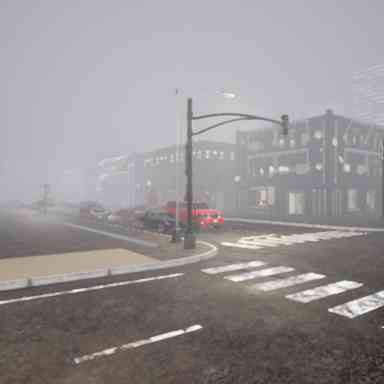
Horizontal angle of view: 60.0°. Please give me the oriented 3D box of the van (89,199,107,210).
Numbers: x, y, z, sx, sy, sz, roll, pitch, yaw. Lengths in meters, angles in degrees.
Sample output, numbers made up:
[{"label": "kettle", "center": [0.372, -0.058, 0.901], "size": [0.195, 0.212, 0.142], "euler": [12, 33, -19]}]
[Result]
[{"label": "van", "center": [-16.069, 2.150, 56.867], "size": [1.690, 1.788, 3.998], "euler": [-1, 0, -35]}]

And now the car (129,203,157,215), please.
[{"label": "car", "center": [-6.430, 2.209, 43.341], "size": [1.802, 1.307, 4.206], "euler": [-1, 0, -35]}]

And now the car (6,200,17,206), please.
[{"label": "car", "center": [-45.373, 2.739, 83.558], "size": [1.887, 1.381, 4.507], "euler": [-1, 0, -35]}]

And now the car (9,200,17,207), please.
[{"label": "car", "center": [-38.951, 2.521, 74.542], "size": [1.967, 1.590, 4.097], "euler": [-1, 0, -35]}]

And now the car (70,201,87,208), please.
[{"label": "car", "center": [-22.489, 2.471, 65.881], "size": [1.887, 1.381, 4.507], "euler": [-1, 0, -35]}]

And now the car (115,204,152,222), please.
[{"label": "car", "center": [-5.702, 2.109, 32.356], "size": [1.895, 1.301, 4.718], "euler": [0, -1, -36]}]

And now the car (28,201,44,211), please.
[{"label": "car", "center": [-26.004, 2.373, 56.372], "size": [1.752, 1.417, 4.829], "euler": [-1, 0, -35]}]

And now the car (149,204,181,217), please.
[{"label": "car", "center": [-3.219, 2.147, 38.834], "size": [1.802, 1.307, 4.206], "euler": [-1, 0, -35]}]

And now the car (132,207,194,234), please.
[{"label": "car", "center": [-2.091, 1.953, 22.598], "size": [1.947, 1.339, 4.313], "euler": [-1, 0, -35]}]

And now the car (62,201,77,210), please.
[{"label": "car", "center": [-21.457, 2.464, 59.983], "size": [1.895, 1.301, 4.718], "euler": [0, -1, -35]}]

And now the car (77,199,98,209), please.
[{"label": "car", "center": [-19.281, 2.183, 61.375], "size": [2.192, 1.841, 5.009], "euler": [-1, 0, -35]}]

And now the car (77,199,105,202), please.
[{"label": "car", "center": [-15.957, 2.114, 52.261], "size": [2.097, 1.767, 4.553], "euler": [0, -1, -36]}]

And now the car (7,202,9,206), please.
[{"label": "car", "center": [-42.161, 2.688, 79.051], "size": [2.008, 1.369, 4.403], "euler": [-1, 0, -35]}]

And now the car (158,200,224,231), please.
[{"label": "car", "center": [-0.035, 1.618, 24.398], "size": [2.150, 2.045, 5.566], "euler": [0, -1, -35]}]

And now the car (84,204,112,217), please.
[{"label": "car", "center": [-11.429, 2.184, 40.414], "size": [1.994, 1.385, 4.181], "euler": [0, -1, -36]}]

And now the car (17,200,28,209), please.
[{"label": "car", "center": [-32.527, 2.516, 65.527], "size": [2.008, 1.369, 4.403], "euler": [-1, 0, -35]}]

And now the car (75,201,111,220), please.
[{"label": "car", "center": [-10.046, 1.987, 33.970], "size": [1.967, 1.590, 4.097], "euler": [-1, 0, -35]}]

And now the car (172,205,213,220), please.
[{"label": "car", "center": [-0.007, 2.052, 34.325], "size": [2.008, 1.369, 4.403], "euler": [-1, 0, -35]}]

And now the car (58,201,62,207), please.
[{"label": "car", "center": [-28.913, 2.607, 74.898], "size": [1.947, 1.339, 4.313], "euler": [-1, 0, -35]}]
